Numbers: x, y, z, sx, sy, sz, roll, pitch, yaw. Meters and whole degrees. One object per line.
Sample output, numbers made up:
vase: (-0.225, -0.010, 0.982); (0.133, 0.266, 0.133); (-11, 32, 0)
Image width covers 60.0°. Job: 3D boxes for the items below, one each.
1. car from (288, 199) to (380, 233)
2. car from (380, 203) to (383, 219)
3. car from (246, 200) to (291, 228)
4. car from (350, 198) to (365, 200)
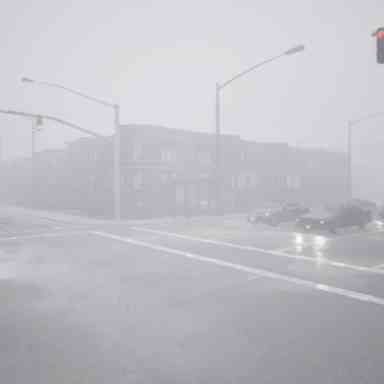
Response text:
car: (7.898, 1.338, 18.262); (5.357, 1.411, 2.033); (-1, 1, -37)
car: (15.401, 1.203, 24.300); (4.892, 1.490, 1.837); (-1, 1, -39)
car: (5.407, 1.272, 20.746); (4.902, 1.511, 2.128); (-1, 1, -39)
car: (13.064, 1.234, 26.919); (5.357, 1.411, 2.033); (-1, 1, -39)
